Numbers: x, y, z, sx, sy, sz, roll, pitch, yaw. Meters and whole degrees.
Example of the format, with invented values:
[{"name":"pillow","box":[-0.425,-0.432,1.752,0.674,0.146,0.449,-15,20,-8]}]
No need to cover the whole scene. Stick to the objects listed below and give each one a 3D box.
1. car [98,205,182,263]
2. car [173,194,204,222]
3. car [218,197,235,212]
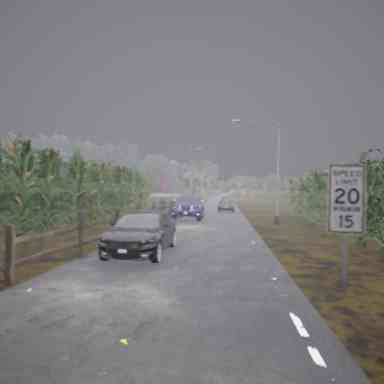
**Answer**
[{"name":"car","box":[-1.740,1.417,11.978,1.882,1.535,5.008,2,0,6]},{"name":"car","box":[-0.187,1.184,26.964,2.150,2.045,5.566,2,0,6]},{"name":"car","box":[4.064,1.618,39.649,1.994,1.385,4.181,2,0,5]}]
